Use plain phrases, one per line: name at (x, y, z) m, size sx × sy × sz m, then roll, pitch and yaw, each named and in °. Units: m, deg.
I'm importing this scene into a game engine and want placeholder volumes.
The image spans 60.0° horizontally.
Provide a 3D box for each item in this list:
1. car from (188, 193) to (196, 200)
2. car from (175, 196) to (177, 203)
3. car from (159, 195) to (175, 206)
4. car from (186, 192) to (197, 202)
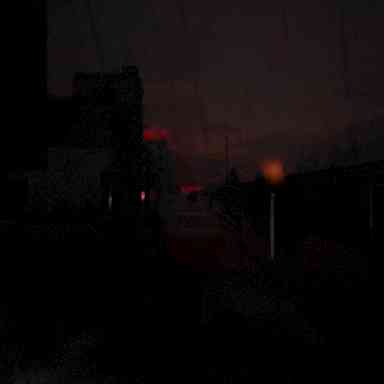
car at (-0.029, 1.104, 82.571) m, size 1.882 × 1.535 × 5.008 m, roll 0°, pitch 0°, yaw 0°
car at (-4.031, 1.358, 66.876) m, size 1.812 × 1.442 × 4.674 m, roll 0°, pitch 0°, yaw 0°
car at (-4.083, 1.397, 51.630) m, size 1.812 × 1.442 × 4.674 m, roll 0°, pitch 0°, yaw 0°
car at (-0.024, 1.037, 72.181) m, size 2.150 × 2.045 × 5.566 m, roll 0°, pitch 0°, yaw 0°
